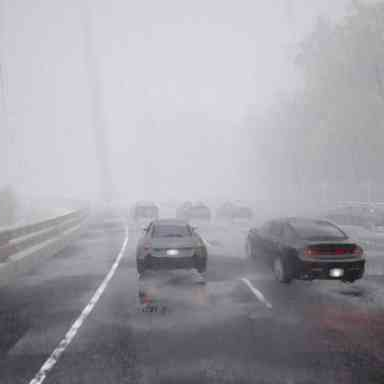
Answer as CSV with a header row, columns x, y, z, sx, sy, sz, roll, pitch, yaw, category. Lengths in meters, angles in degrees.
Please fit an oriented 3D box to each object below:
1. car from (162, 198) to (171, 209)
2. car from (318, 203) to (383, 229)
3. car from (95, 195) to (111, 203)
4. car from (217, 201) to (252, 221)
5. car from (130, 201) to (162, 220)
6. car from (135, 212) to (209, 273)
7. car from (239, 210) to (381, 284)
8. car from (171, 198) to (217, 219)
x,y,z,sx,sy,sz,roll,pitch,yaw,category
-2.841,1.531,44.988,1.994,1.385,4.181,0,0,-25,car
9.905,1.438,20.176,2.128,1.511,4.902,0,0,-33,car
-19.129,1.364,71.339,2.097,1.767,4.553,0,0,-40,car
3.394,1.489,26.989,1.812,1.442,4.674,0,0,-14,car
-4.067,1.468,27.858,1.882,1.535,5.008,0,0,-16,car
-0.717,1.557,10.739,1.994,1.385,4.181,0,0,-6,car
2.911,1.485,9.566,1.837,1.490,4.892,0,0,-5,car
0.020,1.468,26.112,2.128,1.511,4.902,0,0,-14,car
